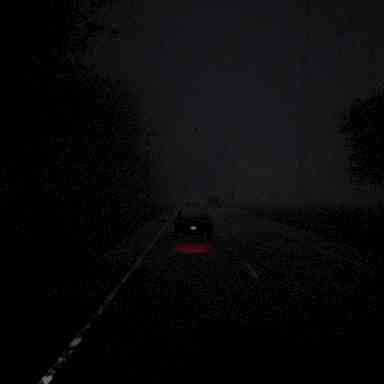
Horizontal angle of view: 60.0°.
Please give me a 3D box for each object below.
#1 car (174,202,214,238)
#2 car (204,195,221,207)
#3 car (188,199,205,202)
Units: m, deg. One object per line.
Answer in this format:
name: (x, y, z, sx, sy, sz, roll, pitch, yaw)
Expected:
car: (0.069, 1.546, 18.020, 1.882, 1.535, 5.008, 0, 0, 0)
car: (3.504, 1.432, 54.577, 2.150, 2.045, 5.566, 0, 0, 0)
car: (0.041, 1.701, 36.064, 1.994, 1.385, 4.181, 0, 0, 0)
